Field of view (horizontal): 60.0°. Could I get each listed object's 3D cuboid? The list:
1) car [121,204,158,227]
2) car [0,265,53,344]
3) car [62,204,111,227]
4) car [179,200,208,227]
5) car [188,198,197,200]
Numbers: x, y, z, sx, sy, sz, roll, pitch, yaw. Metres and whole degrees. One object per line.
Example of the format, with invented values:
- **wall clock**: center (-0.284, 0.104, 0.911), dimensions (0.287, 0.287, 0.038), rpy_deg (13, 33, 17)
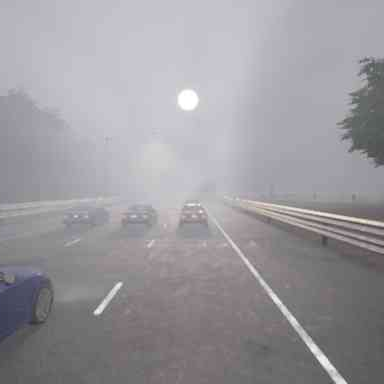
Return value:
- **car**: center (-3.410, 1.509, 22.298), dimensions (2.033, 1.411, 5.357), rpy_deg (0, 0, 0)
- **car**: center (-3.401, 1.518, 4.075), dimensions (1.812, 1.442, 4.674), rpy_deg (0, 0, 0)
- **car**: center (-6.909, 1.509, 22.260), dimensions (2.033, 1.411, 5.357), rpy_deg (0, 0, 0)
- **car**: center (0.091, 1.509, 22.353), dimensions (2.033, 1.411, 5.357), rpy_deg (0, 0, 0)
- **car**: center (0.084, 1.492, 42.177), dimensions (1.994, 1.385, 4.181), rpy_deg (0, 0, 0)
